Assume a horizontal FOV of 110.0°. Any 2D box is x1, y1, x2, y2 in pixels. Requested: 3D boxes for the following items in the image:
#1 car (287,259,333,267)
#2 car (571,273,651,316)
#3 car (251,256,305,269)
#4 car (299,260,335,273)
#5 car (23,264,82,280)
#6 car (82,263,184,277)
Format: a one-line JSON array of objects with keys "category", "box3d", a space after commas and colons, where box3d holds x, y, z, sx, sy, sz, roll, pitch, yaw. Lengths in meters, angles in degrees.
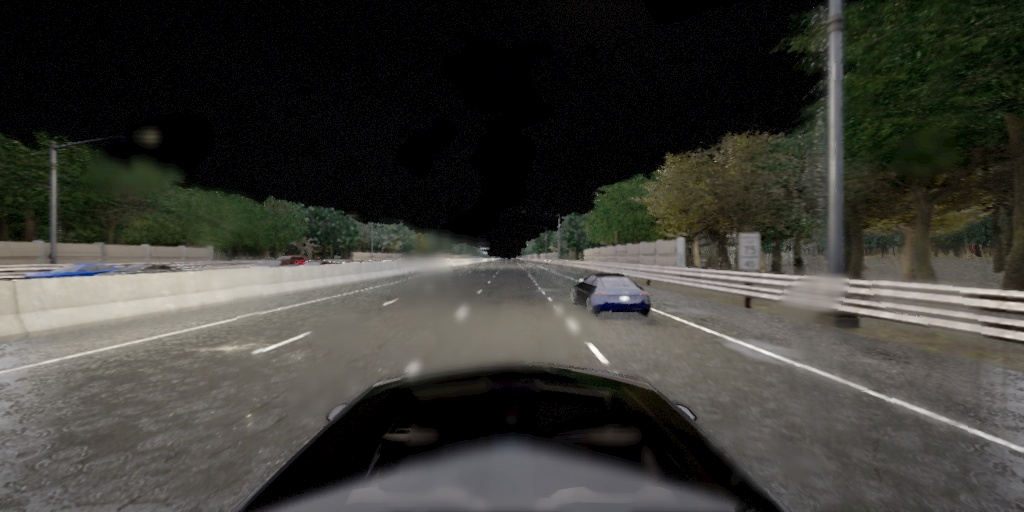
[{"category": "car", "box3d": [-17.522, 1.256, 32.157, 1.837, 1.490, 4.892, 0, 0, 1]}, {"category": "car", "box3d": [3.516, 1.314, 13.371, 1.994, 1.385, 4.181, 0, 0, -1]}, {"category": "car", "box3d": [-21.020, 1.102, 31.940, 2.097, 1.767, 4.553, 0, 0, 1]}, {"category": "car", "box3d": [-24.490, 1.273, 45.152, 1.837, 1.490, 4.892, 0, -1, 0]}, {"category": "car", "box3d": [-28.066, 1.229, 23.376, 1.882, 1.535, 5.008, 0, 0, 0]}, {"category": "car", "box3d": [-24.566, 1.258, 23.837, 1.837, 1.490, 4.892, 0, -1, 0]}]
